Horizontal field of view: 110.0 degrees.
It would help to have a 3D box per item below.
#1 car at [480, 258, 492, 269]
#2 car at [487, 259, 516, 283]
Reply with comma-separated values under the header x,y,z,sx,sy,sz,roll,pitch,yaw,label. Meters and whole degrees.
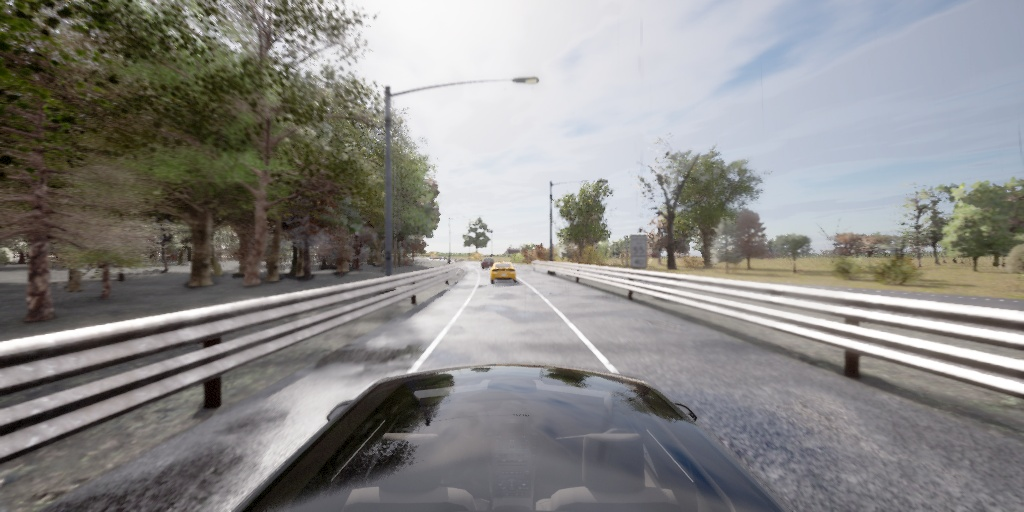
x,y,z,sx,sy,sz,roll,pitch,yaw,label
-3.799,1.108,55.973,2.097,1.767,4.553,0,0,-9,car
-0.775,1.230,28.447,1.882,1.535,5.008,0,0,-4,car
